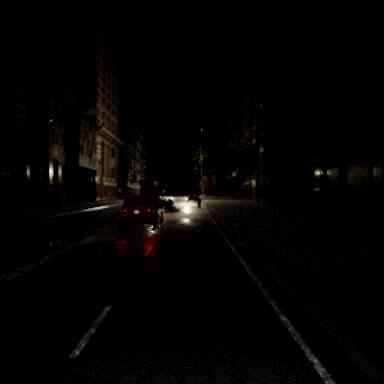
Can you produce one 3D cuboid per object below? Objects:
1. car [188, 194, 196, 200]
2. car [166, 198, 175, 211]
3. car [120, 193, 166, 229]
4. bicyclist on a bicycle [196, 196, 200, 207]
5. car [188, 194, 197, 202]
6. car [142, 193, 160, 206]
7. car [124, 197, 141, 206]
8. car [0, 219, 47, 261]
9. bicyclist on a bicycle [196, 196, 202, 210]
[{"bbox_3d":[0.017,1.308,86.061,1.882,1.535,5.008,0,0,0],"label":"car"},{"bbox_3d":[-3.142,1.459,39.629,2.128,1.511,4.902,0,0,0],"label":"car"},{"bbox_3d":[-3.145,1.208,21.559,2.150,2.045,5.566,0,0,0],"label":"car"},{"bbox_3d":[0.906,1.408,49.626,0.582,1.620,1.656,0,0,0],"label":"bicyclist on a bicycle"},{"bbox_3d":[0.016,1.391,75.229,1.837,1.490,4.892,0,0,0],"label":"car"},{"bbox_3d":[-6.538,1.168,53.601,2.150,2.045,5.566,0,0,1],"label":"car"},{"bbox_3d":[-9.781,1.549,54.609,1.895,1.301,4.718,0,0,1],"label":"car"},{"bbox_3d":[-6.598,1.594,10.792,1.895,1.301,4.718,0,0,0],"label":"car"},{"bbox_3d":[0.904,1.419,40.624,0.582,1.620,1.656,0,0,0],"label":"bicyclist on a bicycle"}]
